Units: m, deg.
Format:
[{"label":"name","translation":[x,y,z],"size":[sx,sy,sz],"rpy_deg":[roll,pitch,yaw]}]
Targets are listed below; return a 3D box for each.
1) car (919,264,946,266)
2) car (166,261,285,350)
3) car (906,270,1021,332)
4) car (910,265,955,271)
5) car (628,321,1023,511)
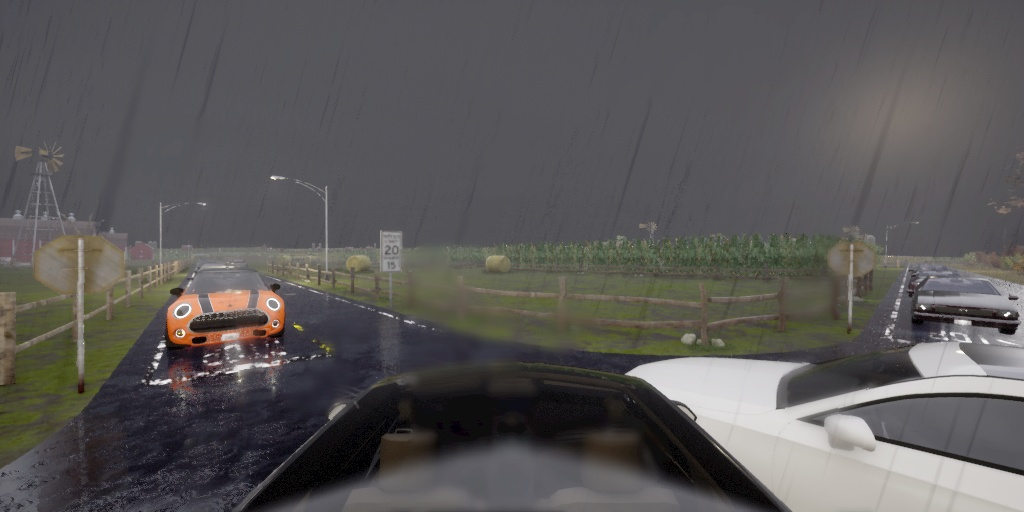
[{"label":"car","translation":[28.790,1.300,24.617],"size":[4.902,1.511,2.128],"rpy_deg":[0,1,-42]},{"label":"car","translation":[-7.429,1.135,9.416],"size":[2.097,1.767,4.553],"rpy_deg":[0,0,-39]},{"label":"car","translation":[13.686,1.331,11.065],"size":[5.357,1.411,2.033],"rpy_deg":[0,1,-42]},{"label":"car","translation":[21.121,1.358,17.742],"size":[4.181,1.385,1.994],"rpy_deg":[0,1,-42]},{"label":"car","translation":[2.868,1.293,2.162],"size":[1.812,1.442,4.674],"rpy_deg":[0,1,-43]}]
